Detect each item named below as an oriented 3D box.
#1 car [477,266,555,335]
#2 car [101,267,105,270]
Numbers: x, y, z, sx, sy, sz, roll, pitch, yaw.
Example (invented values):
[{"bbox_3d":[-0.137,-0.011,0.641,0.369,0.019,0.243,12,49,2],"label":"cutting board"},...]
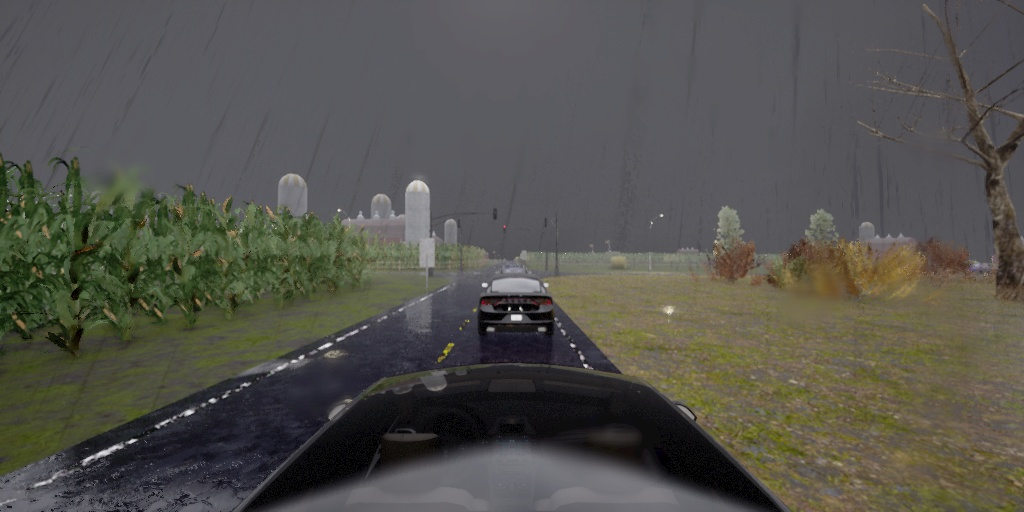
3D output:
[{"bbox_3d":[0.099,1.227,10.491,1.882,1.535,5.008,0,0,0],"label":"car"},{"bbox_3d":[-44.098,0.849,37.755,5.008,1.535,1.882,0,-1,-3],"label":"car"}]
